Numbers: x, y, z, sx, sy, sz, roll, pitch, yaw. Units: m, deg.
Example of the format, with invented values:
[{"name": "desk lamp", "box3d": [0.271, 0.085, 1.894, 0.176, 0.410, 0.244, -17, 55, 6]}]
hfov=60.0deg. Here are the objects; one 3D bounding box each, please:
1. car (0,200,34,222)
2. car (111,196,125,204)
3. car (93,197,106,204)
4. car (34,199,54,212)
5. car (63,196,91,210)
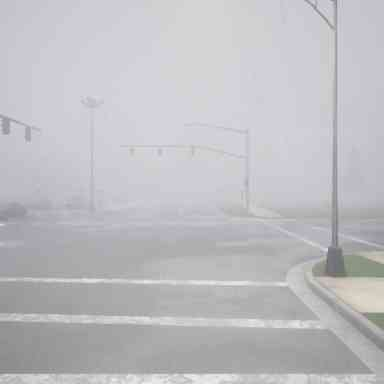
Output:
[{"name": "car", "box3d": [-14.790, 1.525, 26.446, 1.812, 1.442, 4.674, 0, 0, 1]}, {"name": "car", "box3d": [-14.143, 1.508, 63.562, 1.837, 1.490, 4.892, 0, 0, 1]}, {"name": "car", "box3d": [-17.678, 1.548, 62.221, 2.033, 1.411, 5.357, 0, 0, 1]}, {"name": "car", "box3d": [-18.088, 1.525, 39.588, 1.812, 1.442, 4.674, 0, 0, 1]}, {"name": "car", "box3d": [-14.552, 1.352, 42.047, 2.097, 1.767, 4.553, 0, 0, 1]}]
